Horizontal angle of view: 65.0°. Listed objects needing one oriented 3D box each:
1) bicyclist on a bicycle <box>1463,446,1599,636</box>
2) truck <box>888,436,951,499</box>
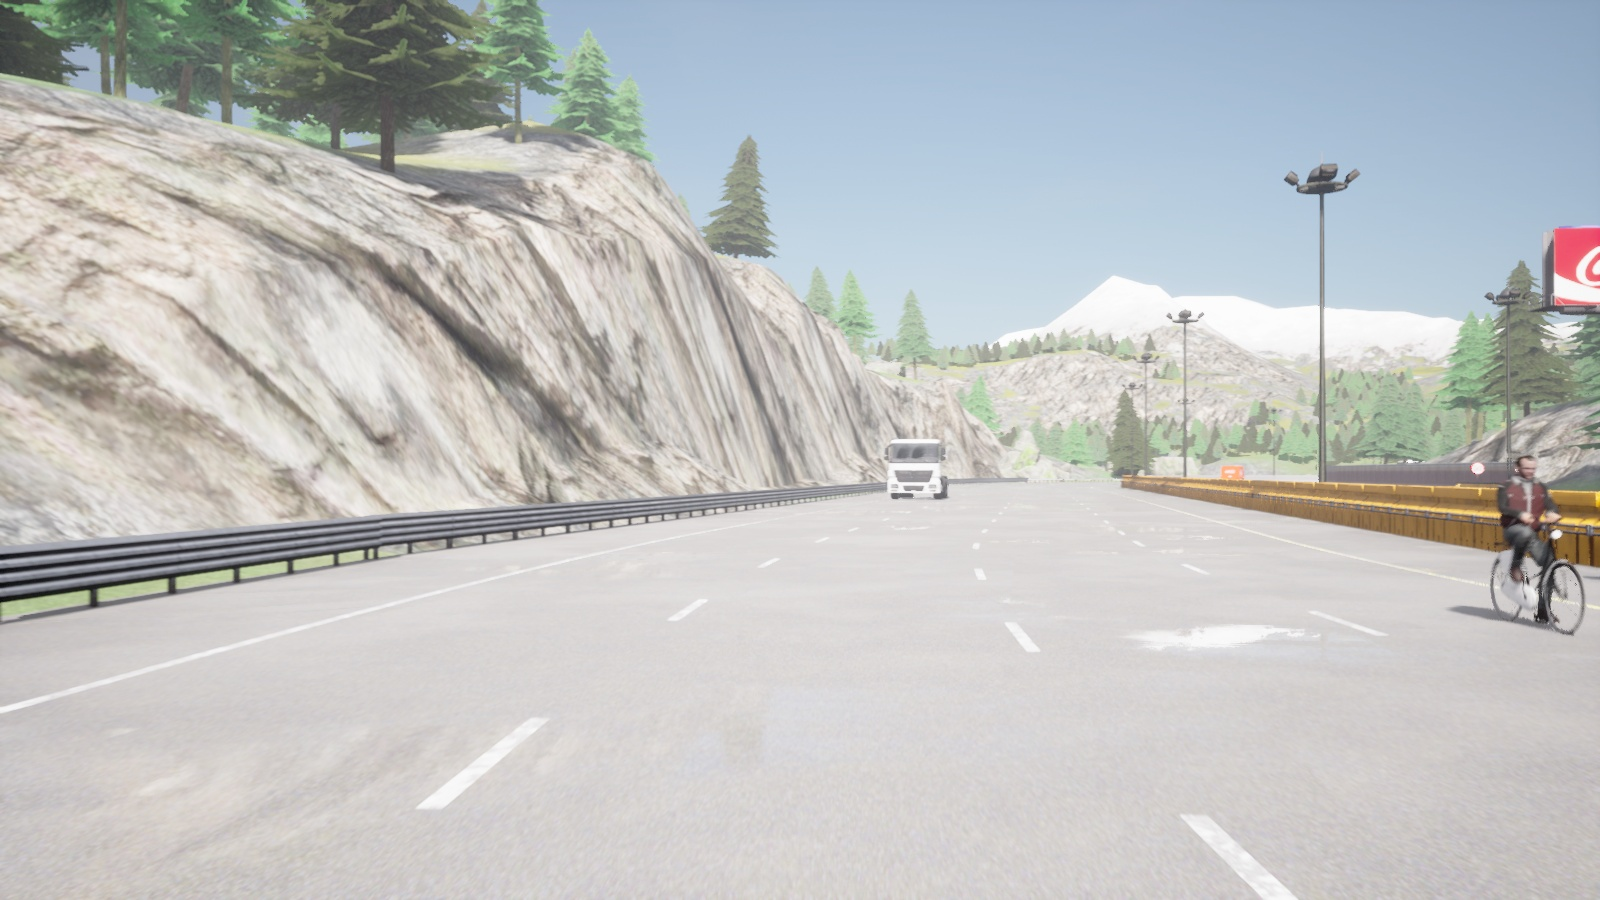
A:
[{"bbox_3d":[7.459,0.870,12.685,0.659,1.776,1.843,0,-1,4],"label":"bicyclist on a bicycle"},{"bbox_3d":[6.949,1.017,72.245,2.891,3.462,7.936,0,-1,11],"label":"truck"}]
